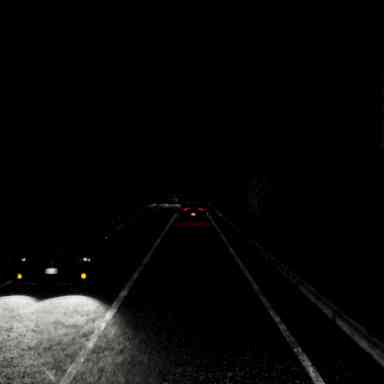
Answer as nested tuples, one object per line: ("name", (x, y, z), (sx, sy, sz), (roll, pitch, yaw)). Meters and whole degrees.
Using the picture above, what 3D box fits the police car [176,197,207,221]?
("police car", (0.093, 1.387, 25.810), (2.038, 1.542, 4.974), (0, 1, 0))

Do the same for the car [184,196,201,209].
("car", (0.087, 1.296, 42.948), (2.033, 1.411, 5.357), (0, 0, 0))

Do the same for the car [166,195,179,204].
("car", (-3.079, 1.146, 53.363), (1.882, 1.535, 5.008), (0, 0, 0))

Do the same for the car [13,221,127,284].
("car", (-3.103, 1.544, 9.330), (1.994, 1.385, 4.181), (0, 0, 0))
